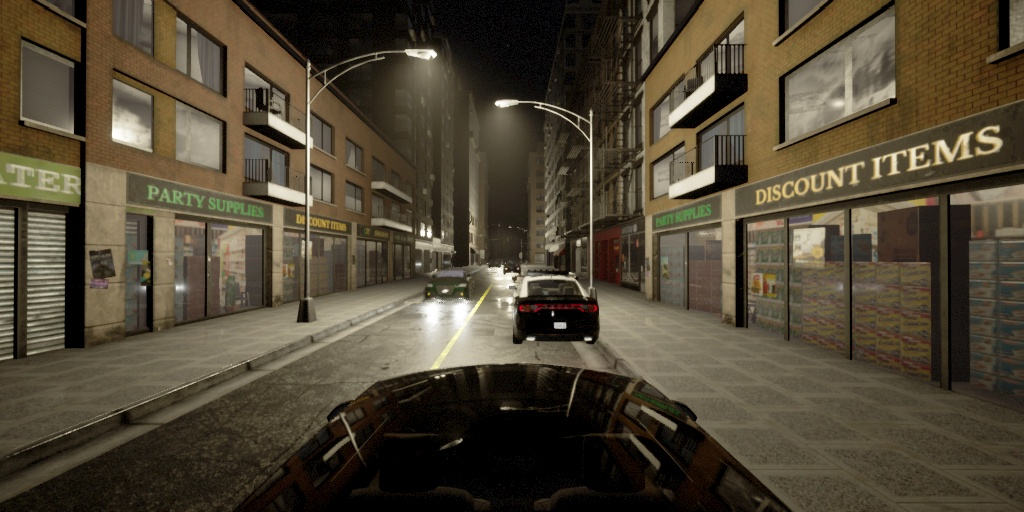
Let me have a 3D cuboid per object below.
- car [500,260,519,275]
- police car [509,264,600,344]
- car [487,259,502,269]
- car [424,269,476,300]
[{"bbox_3d":[0.028,1.370,39.283,1.895,1.301,4.718,0,0,0],"label":"car"},{"bbox_3d":[0.953,1.177,9.702,1.930,1.638,5.238,0,0,0],"label":"police car"},{"bbox_3d":[-2.912,1.319,59.036,1.812,1.442,4.674,0,0,0],"label":"car"},{"bbox_3d":[-2.872,1.317,17.433,1.994,1.385,4.181,0,0,0],"label":"car"}]
